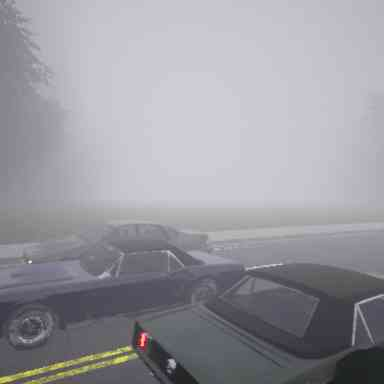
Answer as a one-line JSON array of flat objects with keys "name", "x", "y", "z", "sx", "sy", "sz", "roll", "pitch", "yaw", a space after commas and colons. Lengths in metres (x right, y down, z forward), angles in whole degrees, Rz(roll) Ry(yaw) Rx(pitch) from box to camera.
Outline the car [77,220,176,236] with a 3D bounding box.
[{"name": "car", "x": -1.966, "y": 1.555, "z": 9.681, "sx": 5.357, "sy": 1.411, "sz": 2.033, "roll": 0, "pitch": 0, "yaw": -30}]

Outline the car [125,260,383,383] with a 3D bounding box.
[{"name": "car", "x": 1.796, "y": 1.604, "z": 4.098, "sx": 4.718, "sy": 1.301, "sz": 1.895, "roll": 0, "pitch": 0, "yaw": -30}]

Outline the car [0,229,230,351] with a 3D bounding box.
[{"name": "car", "x": -1.392, "y": 1.604, "z": 6.242, "sx": 4.718, "sy": 1.301, "sz": 1.895, "roll": 0, "pitch": 0, "yaw": -30}]
